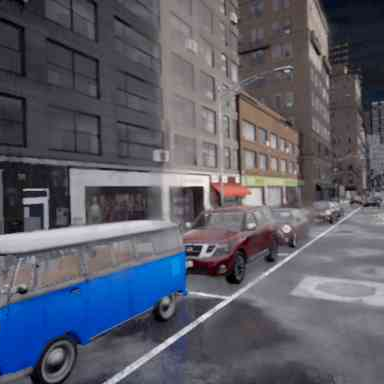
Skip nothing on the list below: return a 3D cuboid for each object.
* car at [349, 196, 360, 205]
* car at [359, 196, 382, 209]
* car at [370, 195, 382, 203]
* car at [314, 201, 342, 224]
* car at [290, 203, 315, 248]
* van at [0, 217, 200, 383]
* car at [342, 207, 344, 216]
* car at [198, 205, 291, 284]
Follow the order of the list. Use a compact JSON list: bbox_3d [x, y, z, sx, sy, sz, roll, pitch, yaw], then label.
[{"bbox_3d":[26.404,1.366,53.576,1.887,1.381,4.507,-2,-1,30],"label":"car"},{"bbox_3d":[22.312,1.421,41.361,1.895,1.301,4.718,-2,-1,30],"label":"car"},{"bbox_3d":[33.203,1.314,59.953,1.895,1.301,4.718,-2,-1,30],"label":"car"},{"bbox_3d":[9.569,1.430,24.597,1.967,1.590,4.097,-2,-1,30],"label":"car"},{"bbox_3d":[3.959,1.481,14.937,1.967,1.590,4.097,-2,-1,30],"label":"car"},{"bbox_3d":[-1.655,1.432,5.278,1.690,1.788,3.998,-2,-1,30],"label":"van"},{"bbox_3d":[12.380,1.545,29.425,1.802,1.307,4.206,-2,-1,30],"label":"car"},{"bbox_3d":[1.149,1.382,10.109,2.192,1.841,5.009,-2,-1,30],"label":"car"}]
